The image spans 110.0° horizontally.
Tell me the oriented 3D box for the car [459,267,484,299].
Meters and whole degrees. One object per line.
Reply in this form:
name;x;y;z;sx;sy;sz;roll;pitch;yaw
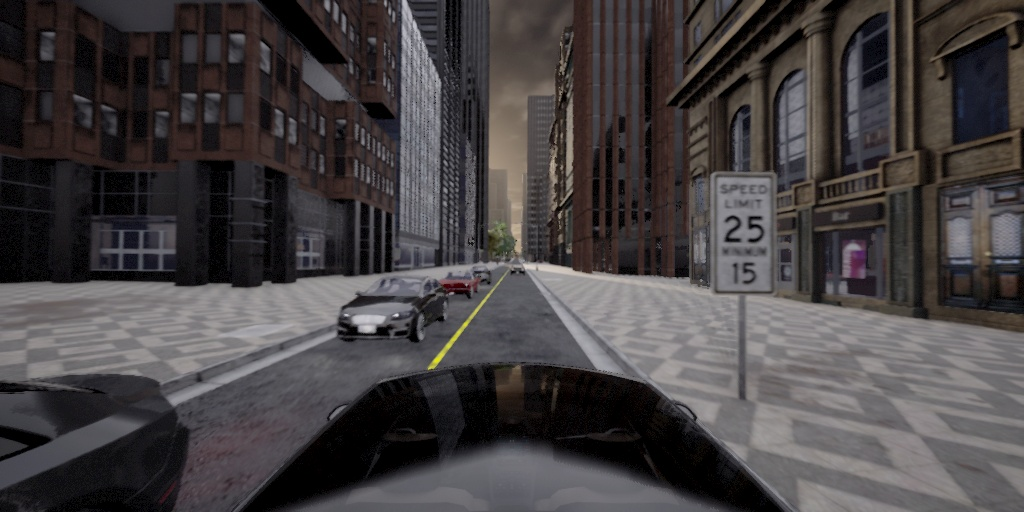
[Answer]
car;-2.862;1.482;19.385;1.895;1.301;4.718;0;0;1

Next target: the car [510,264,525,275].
car;0.729;1.732;45.820;1.895;1.301;4.718;0;0;1

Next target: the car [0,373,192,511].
car;-3.133;1.223;0.345;1.837;1.490;4.892;0;-1;2

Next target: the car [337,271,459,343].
car;-3.011;1.292;9.994;2.128;1.511;4.902;0;-1;1

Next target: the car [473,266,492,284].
car;-2.674;1.532;29.427;1.994;1.385;4.181;0;0;1
